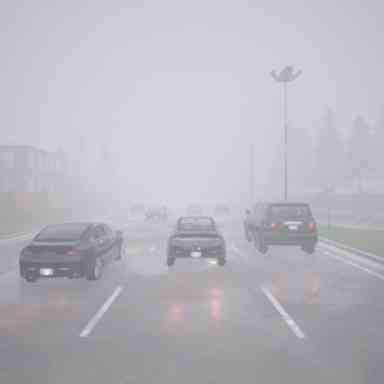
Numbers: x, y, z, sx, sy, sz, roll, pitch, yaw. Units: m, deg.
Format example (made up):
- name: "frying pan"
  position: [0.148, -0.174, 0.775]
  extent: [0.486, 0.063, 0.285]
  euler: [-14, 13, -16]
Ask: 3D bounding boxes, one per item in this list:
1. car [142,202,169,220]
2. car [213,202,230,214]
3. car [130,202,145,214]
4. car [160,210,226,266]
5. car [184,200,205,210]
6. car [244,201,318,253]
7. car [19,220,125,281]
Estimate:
- name: "car"
  position: [-3.226, 1.956, 31.766]
  extent: [1.895, 1.301, 4.718]
  euler: [0, -1, 0]
- name: "car"
  position: [3.778, 2.004, 42.838]
  extent: [1.812, 1.442, 4.674]
  euler: [0, -1, 0]
- name: "car"
  position: [-6.722, 2.004, 42.799]
  extent: [1.812, 1.442, 4.674]
  euler: [0, -1, 0]
- name: "car"
  position: [0.150, 1.629, 12.131]
  extent: [2.128, 1.511, 4.902]
  euler: [0, -1, 1]
- name: "car"
  position: [0.277, 2.051, 43.532]
  extent: [1.994, 1.385, 4.181]
  euler: [0, -1, 0]
- name: "car"
  position: [3.675, 1.388, 14.673]
  extent: [2.150, 2.045, 5.566]
  euler: [0, 0, 1]
- name: "car"
  position: [-3.370, 1.622, 10.188]
  extent: [1.837, 1.490, 4.892]
  euler: [0, 0, 1]
